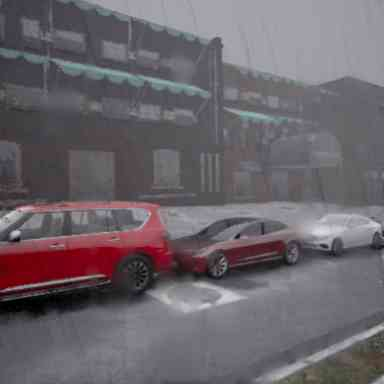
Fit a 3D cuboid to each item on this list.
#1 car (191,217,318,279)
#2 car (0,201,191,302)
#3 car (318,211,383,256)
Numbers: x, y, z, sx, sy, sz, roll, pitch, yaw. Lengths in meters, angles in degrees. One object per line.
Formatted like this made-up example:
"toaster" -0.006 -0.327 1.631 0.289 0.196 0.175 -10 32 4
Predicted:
"car" 1.458 1.559 10.422 4.792 1.488 2.163 0 0 -35
"car" -3.076 1.242 7.234 5.566 2.045 2.435 0 0 -35
"car" 6.021 1.602 13.633 4.674 1.452 2.002 0 0 -35
